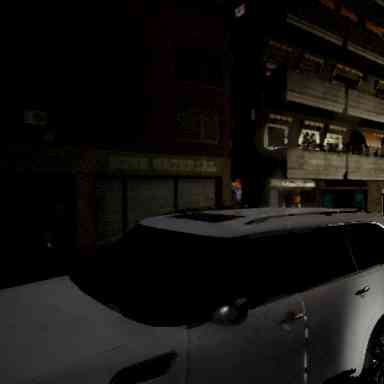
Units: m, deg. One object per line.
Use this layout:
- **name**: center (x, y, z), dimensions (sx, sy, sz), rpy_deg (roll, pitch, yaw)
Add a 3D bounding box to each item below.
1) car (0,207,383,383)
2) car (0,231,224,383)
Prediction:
- **car**: center (0.270, 1.223, 3.568), dimensions (5.566, 2.045, 2.150), rpy_deg (0, 0, -36)
- **car**: center (-1.831, 1.544, 5.265), dimensions (4.507, 1.381, 1.887), rpy_deg (0, 0, -36)
